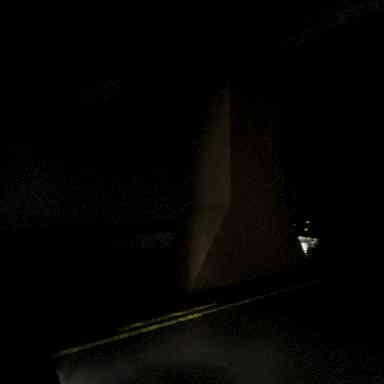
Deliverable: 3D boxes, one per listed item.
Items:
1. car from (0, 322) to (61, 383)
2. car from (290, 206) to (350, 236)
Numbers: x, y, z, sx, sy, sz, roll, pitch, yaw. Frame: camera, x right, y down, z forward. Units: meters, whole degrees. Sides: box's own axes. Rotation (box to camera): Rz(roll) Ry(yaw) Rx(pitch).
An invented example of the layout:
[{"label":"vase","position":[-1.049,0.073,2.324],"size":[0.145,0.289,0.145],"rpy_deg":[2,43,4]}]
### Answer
[{"label":"car","position":[-2.975,1.363,1.572],"size":[4.553,1.767,2.097],"rpy_deg":[-1,0,-36]},{"label":"car","position":[6.580,1.446,17.526],"size":[4.181,1.385,1.994],"rpy_deg":[-1,0,-36]}]
